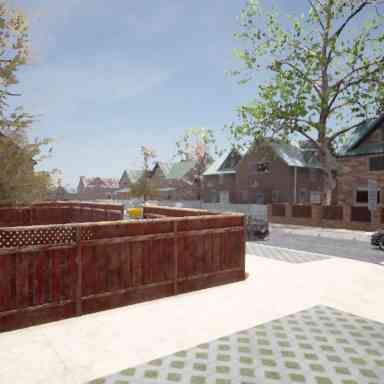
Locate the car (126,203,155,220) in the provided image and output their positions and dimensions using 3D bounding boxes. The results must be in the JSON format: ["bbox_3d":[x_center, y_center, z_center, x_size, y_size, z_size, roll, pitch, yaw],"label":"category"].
[{"bbox_3d":[-4.754,1.875,32.630,1.882,1.535,5.008,2,-2,-35],"label":"car"}]

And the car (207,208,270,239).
[{"bbox_3d":[1.935,1.623,17.852,1.882,1.535,5.008,2,-2,-35],"label":"car"}]

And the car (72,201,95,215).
[{"bbox_3d":[-13.397,2.056,39.964,1.895,1.301,4.718,2,-2,-34],"label":"car"}]

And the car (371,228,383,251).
[{"bbox_3d":[9.178,1.697,12.601,1.994,1.385,4.181,2,-2,-35],"label":"car"}]

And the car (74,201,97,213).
[{"bbox_3d":[-15.448,2.132,48.000,1.837,1.490,4.892,2,-2,-35],"label":"car"}]
